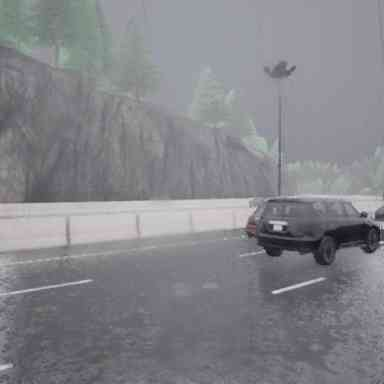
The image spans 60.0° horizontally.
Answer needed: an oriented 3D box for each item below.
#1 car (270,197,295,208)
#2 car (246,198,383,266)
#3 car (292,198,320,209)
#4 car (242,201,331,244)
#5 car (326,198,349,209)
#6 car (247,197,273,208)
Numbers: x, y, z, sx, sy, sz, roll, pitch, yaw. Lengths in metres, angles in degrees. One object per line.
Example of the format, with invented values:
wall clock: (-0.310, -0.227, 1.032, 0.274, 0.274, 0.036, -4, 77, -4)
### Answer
car: (13.738, 1.600, 50.351, 1.837, 1.490, 4.892, 0, 0, 40)
car: (4.665, 1.237, 11.922, 5.566, 2.045, 2.150, 1, -1, -40)
car: (16.672, 1.639, 48.355, 2.033, 1.411, 5.357, 0, 0, 40)
car: (4.802, 1.383, 16.608, 4.553, 1.767, 2.097, 0, 0, -40)
car: (21.131, 1.597, 48.278, 1.837, 1.490, 4.892, 0, -1, 39)
car: (10.765, 1.605, 52.249, 1.837, 1.490, 4.892, 0, 0, 41)
